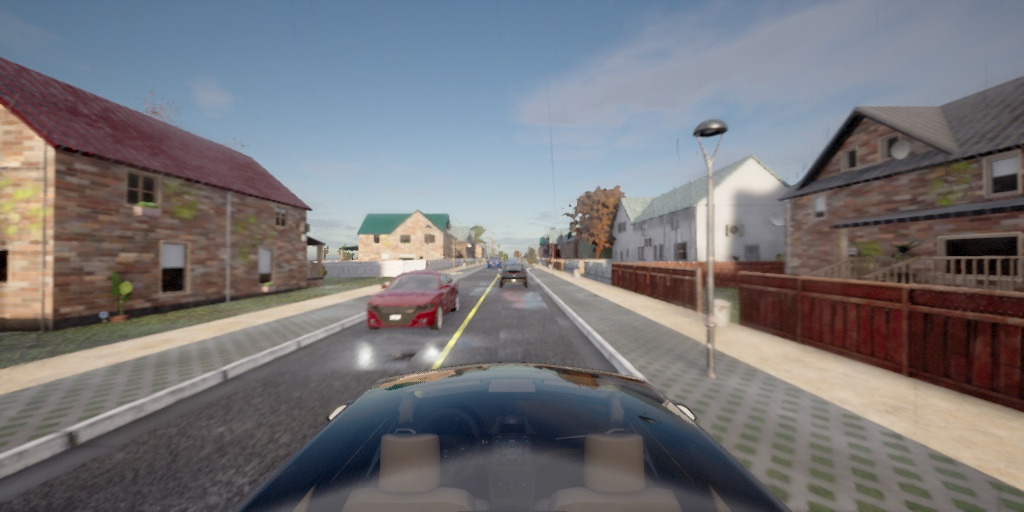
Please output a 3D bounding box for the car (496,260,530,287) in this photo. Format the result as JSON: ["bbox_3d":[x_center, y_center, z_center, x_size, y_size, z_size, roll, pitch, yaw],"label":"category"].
[{"bbox_3d":[0.106,1.208,23.839,1.837,1.490,4.892,0,0,0],"label":"car"}]

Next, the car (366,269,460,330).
[{"bbox_3d":[-2.846,1.203,11.253,1.882,1.535,5.008,0,1,0],"label":"car"}]

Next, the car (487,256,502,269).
[{"bbox_3d":[-2.733,0.969,56.725,2.150,2.045,5.566,0,0,0],"label":"car"}]
